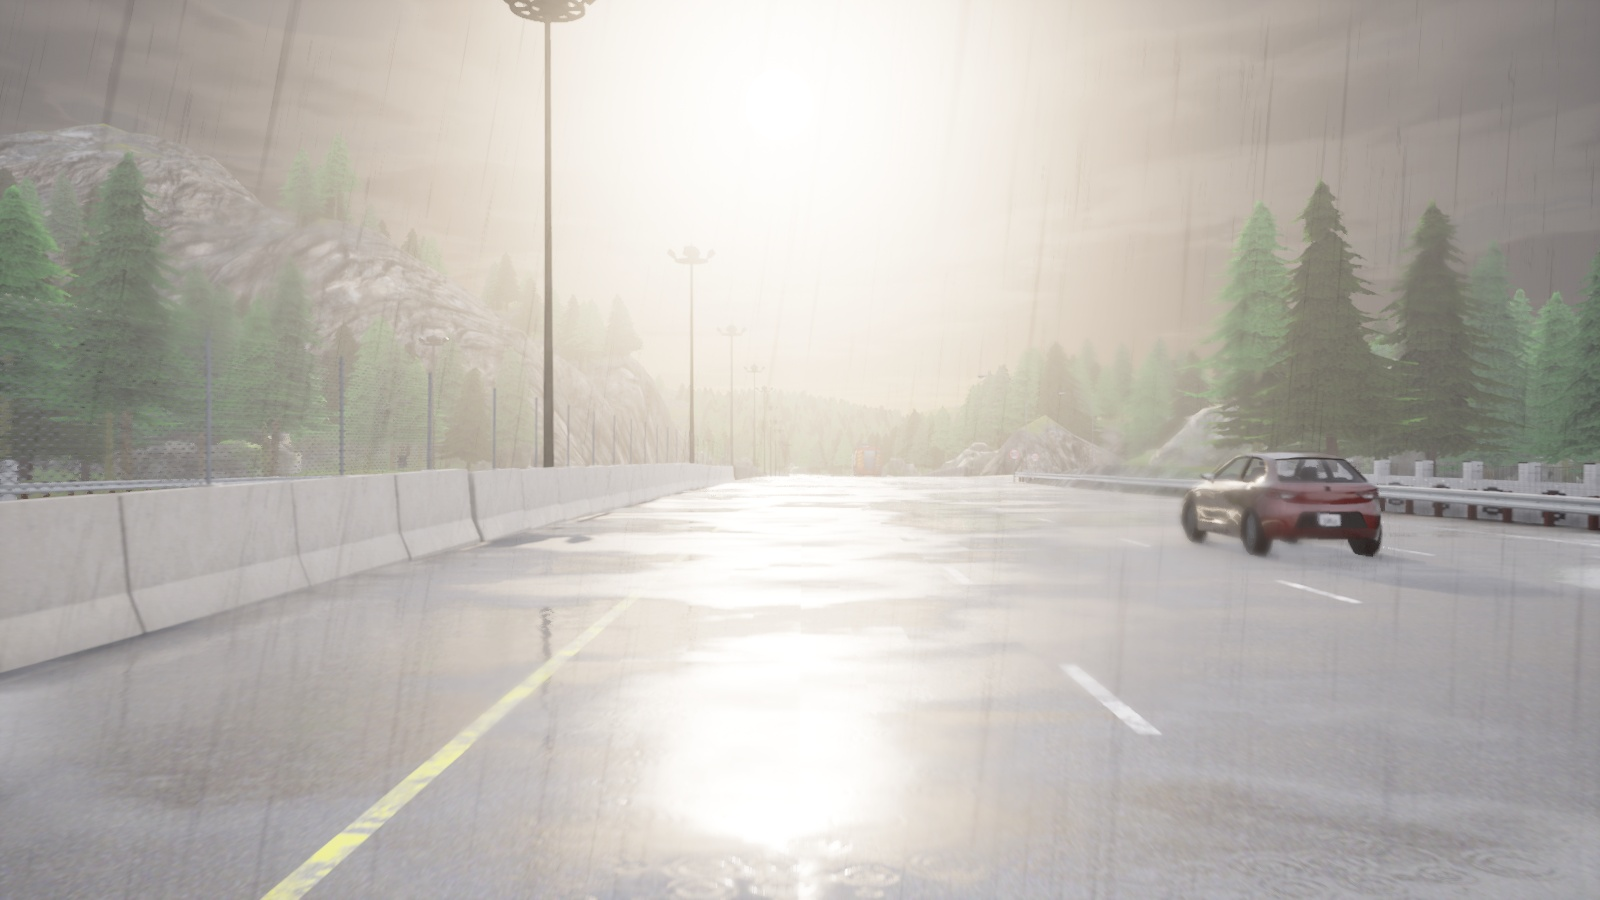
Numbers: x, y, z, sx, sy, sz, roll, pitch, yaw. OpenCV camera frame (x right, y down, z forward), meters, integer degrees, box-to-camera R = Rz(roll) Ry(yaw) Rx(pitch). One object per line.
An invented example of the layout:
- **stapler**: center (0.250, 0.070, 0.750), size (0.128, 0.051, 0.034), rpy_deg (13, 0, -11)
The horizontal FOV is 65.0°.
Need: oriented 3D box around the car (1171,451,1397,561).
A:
- **car**: center (7.123, 0.762, 18.982), size (1.816, 1.474, 4.193), rpy_deg (0, 0, 0)
